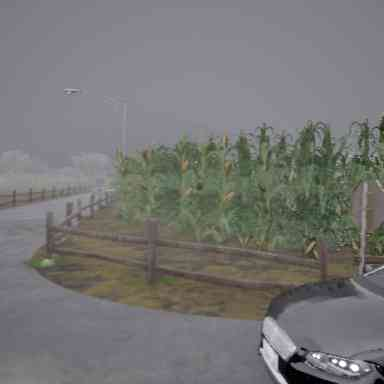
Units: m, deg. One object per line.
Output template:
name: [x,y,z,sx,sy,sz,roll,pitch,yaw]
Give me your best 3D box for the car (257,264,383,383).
car: [3.233,1.438,3.723,4.902,1.511,2.128,1,2,-8]
